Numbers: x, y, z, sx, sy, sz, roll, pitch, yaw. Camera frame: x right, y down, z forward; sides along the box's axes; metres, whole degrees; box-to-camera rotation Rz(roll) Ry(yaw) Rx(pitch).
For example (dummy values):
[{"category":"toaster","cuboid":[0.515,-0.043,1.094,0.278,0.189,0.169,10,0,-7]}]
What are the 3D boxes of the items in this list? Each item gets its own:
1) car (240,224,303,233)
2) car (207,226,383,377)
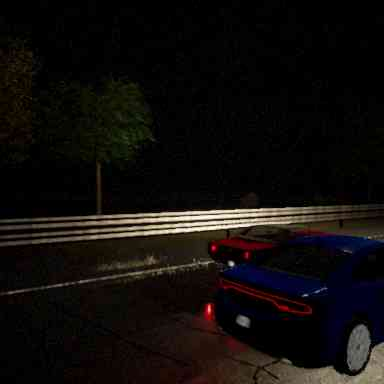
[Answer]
[{"category":"car","cuboid":[2.850,1.619,10.104,4.718,1.301,1.895,0,0,-36]},{"category":"car","cuboid":[2.658,1.489,5.657,5.008,1.535,1.882,0,0,-36]}]
